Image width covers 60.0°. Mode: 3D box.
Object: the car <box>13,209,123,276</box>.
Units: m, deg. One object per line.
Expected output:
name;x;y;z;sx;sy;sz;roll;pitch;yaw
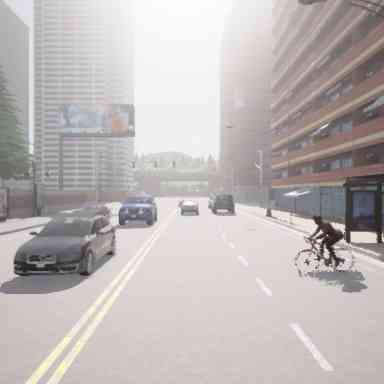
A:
car;-3.670;1.503;10.441;1.837;1.490;4.892;0;0;0

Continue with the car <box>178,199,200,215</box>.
car;-0.207;1.547;34.420;2.033;1.411;5.357;0;0;0

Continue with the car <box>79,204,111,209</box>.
car;-7.205;1.547;24.104;2.033;1.411;5.357;0;0;0

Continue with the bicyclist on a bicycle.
bicyclist on a bicycle;3.643;1.444;9.171;1.656;1.620;0.582;-2;0;0

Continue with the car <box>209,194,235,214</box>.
car;3.293;1.221;35.879;2.150;2.045;5.566;0;0;0

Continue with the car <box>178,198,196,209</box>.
car;-0.809;1.600;47.756;1.895;1.301;4.718;0;0;-9

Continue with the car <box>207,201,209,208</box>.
car;3.173;1.546;46.065;2.033;1.411;5.357;0;0;0

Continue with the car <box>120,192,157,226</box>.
car;-3.768;1.222;24.055;2.150;2.045;5.566;0;0;0
